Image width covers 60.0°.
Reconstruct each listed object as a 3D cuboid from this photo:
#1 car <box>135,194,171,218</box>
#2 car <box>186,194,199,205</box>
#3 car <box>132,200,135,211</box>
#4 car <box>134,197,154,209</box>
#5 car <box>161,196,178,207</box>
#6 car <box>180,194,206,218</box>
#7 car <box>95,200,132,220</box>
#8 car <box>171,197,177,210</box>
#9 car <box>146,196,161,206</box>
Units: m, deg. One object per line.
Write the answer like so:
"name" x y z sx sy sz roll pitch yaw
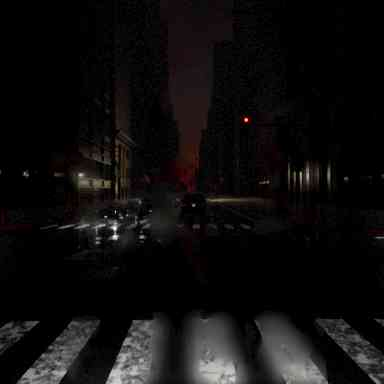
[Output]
"car" -3.349 1.207 29.905 2.150 2.045 5.566 0 0 0
"car" 0.083 1.306 57.471 2.097 1.767 4.553 0 0 1
"car" -6.598 1.580 36.975 1.895 1.301 4.718 0 0 0
"car" -6.591 1.462 46.384 2.128 1.511 4.902 0 0 0
"car" -3.331 1.457 50.421 2.128 1.511 4.902 0 0 0
"car" 0.124 1.206 30.436 2.150 2.045 5.566 0 0 0
"car" -6.617 1.588 27.860 1.895 1.301 4.718 0 0 1
"car" -3.346 1.469 39.999 2.128 1.511 4.902 0 0 0
"car" -6.558 1.503 57.039 2.033 1.411 5.357 0 0 0
